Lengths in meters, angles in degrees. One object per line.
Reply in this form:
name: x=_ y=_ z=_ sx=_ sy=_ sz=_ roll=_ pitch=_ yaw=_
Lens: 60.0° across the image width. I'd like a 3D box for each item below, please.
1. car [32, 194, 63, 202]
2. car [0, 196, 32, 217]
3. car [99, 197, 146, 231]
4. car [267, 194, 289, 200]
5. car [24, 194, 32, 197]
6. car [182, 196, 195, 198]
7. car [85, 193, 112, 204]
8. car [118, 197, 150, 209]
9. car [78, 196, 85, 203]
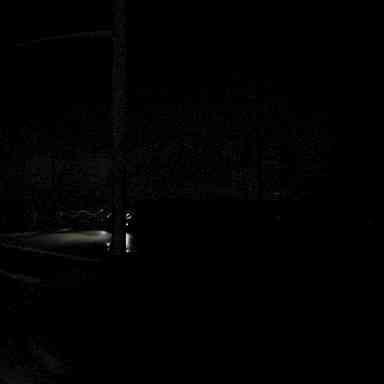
car: x=-29.019 y=1.154 z=67.788 sx=2.152 sy=1.636 sz=5.027 roll=0 pitch=0 yaw=35
car: x=-15.897 y=1.340 z=26.955 sx=2.007 sy=1.523 sz=4.514 roll=0 pitch=0 yaw=35
car: x=-3.132 y=1.352 z=20.613 sx=2.097 sy=1.767 sz=4.553 roll=0 pitch=0 yaw=35
car: x=10.529 y=1.223 z=40.214 sx=2.150 sy=2.045 sz=5.566 roll=0 pitch=0 yaw=35
car: x=-34.445 y=1.232 z=71.230 sx=1.970 sy=1.475 sz=3.806 roll=0 pitch=0 yaw=35
car: x=-0.870 y=1.374 z=48.215 sx=1.845 sy=1.501 sz=3.633 roll=0 pitch=0 yaw=35
car: x=-15.963 y=1.097 z=59.059 sx=1.932 sy=1.855 sz=4.605 roll=0 pitch=0 yaw=35
car: x=-7.589 y=1.384 z=43.878 sx=1.970 sy=1.475 sz=3.806 roll=0 pitch=0 yaw=35
car: x=-18.573 y=1.077 z=60.400 sx=1.905 sy=1.878 sz=3.866 roll=0 pitch=0 yaw=35
